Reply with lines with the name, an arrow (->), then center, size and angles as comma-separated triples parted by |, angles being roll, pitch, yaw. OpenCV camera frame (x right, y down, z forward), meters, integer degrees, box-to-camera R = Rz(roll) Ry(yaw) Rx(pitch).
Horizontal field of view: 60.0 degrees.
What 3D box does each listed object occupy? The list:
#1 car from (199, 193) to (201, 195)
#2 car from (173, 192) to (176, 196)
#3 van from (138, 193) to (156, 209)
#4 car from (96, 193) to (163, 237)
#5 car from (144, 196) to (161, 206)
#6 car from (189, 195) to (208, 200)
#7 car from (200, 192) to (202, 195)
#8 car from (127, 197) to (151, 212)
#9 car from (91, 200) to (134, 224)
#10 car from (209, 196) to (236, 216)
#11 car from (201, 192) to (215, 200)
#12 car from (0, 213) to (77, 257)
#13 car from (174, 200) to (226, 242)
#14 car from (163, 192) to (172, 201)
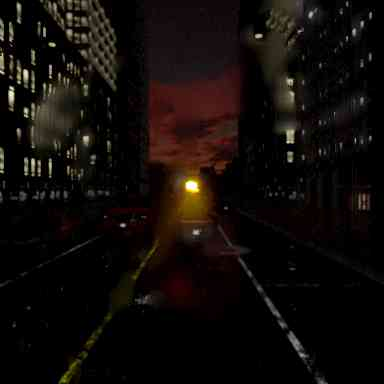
car -> 3.015, 0.971, 69.464 | 1.752, 1.417, 4.829 | 0, 0, 0
car -> -5.340, 0.959, 75.041 | 1.947, 1.339, 4.313 | 0, 0, 0
van -> -5.499, 1.017, 40.887 | 1.690, 1.788, 3.998 | 0, 0, 0
car -> -3.019, 1.085, 17.358 | 2.150, 2.045, 5.566 | 0, 0, 0
car -> -5.473, 1.211, 46.581 | 1.802, 1.307, 4.206 | 0, 0, 0
car -> 0.247, 1.311, 32.463 | 1.994, 1.385, 4.181 | 0, 0, 0
car -> 2.987, 1.077, 63.603 | 1.802, 1.307, 4.206 | 0, 0, 0
car -> -5.527, 1.266, 35.196 | 1.887, 1.381, 4.507 | 0, 0, 0
car -> -5.580, 1.362, 23.813 | 2.008, 1.369, 4.403 | 0, 0, 0
car -> 2.827, 1.339, 29.453 | 1.947, 1.339, 4.313 | 0, 0, 0
car -> 2.935, 1.029, 52.218 | 1.967, 1.590, 4.097 | 0, 0, 0
car -> -5.633, 1.482, 12.427 | 1.802, 1.307, 4.206 | 0, 0, 0
car -> 0.169, 1.372, 15.548 | 2.128, 1.511, 4.902 | 0, 0, 0
car -> -5.393, 0.929, 63.655 | 1.967, 1.590, 4.097 | 0, 0, 0
